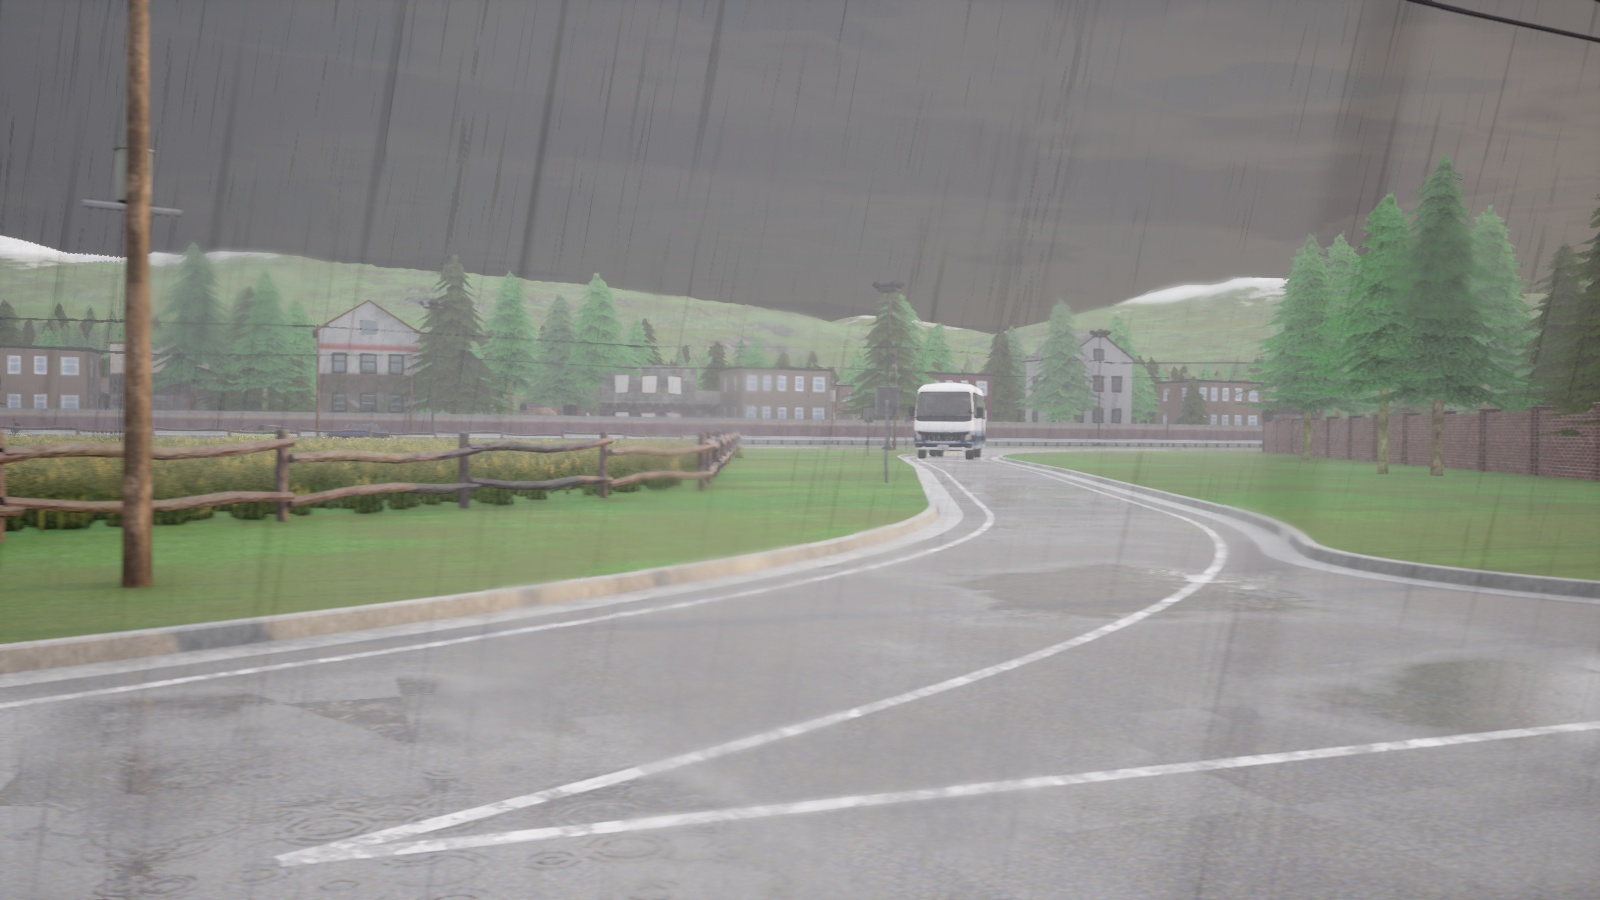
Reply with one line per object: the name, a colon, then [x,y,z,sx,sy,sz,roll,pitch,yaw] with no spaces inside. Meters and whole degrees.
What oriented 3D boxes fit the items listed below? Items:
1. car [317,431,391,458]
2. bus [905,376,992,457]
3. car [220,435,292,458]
car: [-29.766,-0.385,83.804,4.553,1.767,2.097,-1,1,-21]
bus: [8.661,-1.843,71.957,3.944,4.253,10.273,-1,1,12]
car: [-38.161,-0.277,88.136,4.514,1.525,2.007,-1,1,-21]
